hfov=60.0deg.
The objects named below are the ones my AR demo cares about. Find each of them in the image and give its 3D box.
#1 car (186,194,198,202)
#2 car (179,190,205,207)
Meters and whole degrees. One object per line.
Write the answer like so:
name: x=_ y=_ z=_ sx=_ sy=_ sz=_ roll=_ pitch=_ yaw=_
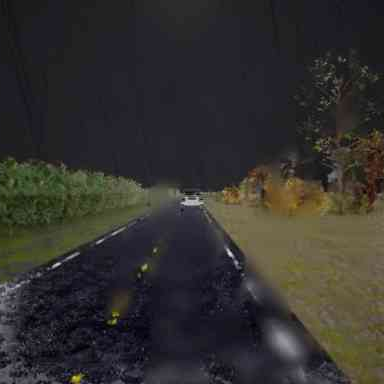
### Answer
car: x=-0.006 y=1.099 z=61.705 sx=2.033 sy=1.411 sz=5.357 roll=0 pitch=0 yaw=0
car: x=-0.002 y=0.782 z=30.403 sx=2.150 sy=2.045 sz=5.566 roll=0 pitch=0 yaw=0
